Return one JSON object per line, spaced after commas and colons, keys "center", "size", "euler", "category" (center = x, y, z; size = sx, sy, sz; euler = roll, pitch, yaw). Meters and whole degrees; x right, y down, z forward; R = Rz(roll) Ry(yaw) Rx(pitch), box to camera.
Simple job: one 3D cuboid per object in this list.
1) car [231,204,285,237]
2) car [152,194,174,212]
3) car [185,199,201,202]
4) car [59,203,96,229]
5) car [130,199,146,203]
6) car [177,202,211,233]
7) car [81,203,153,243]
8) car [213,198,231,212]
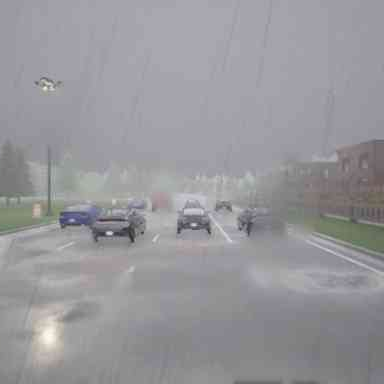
{"center": [3.601, 1.490, 17.995], "size": [2.128, 1.511, 4.902], "euler": [0, 0, 0], "category": "car"}
{"center": [-3.399, 1.218, 39.194], "size": [2.150, 2.045, 5.566], "euler": [0, 0, 0], "category": "car"}
{"center": [0.102, 1.560, 40.209], "size": [1.994, 1.385, 4.181], "euler": [0, 0, 0], "category": "car"}
{"center": [-6.899, 1.475, 21.607], "size": [1.882, 1.535, 5.008], "euler": [0, 0, 0], "category": "car"}
{"center": [-6.898, 1.560, 42.623], "size": [1.994, 1.385, 4.181], "euler": [0, 0, 0], "category": "car"}
{"center": [0.101, 1.524, 19.449], "size": [1.812, 1.442, 4.674], "euler": [0, 0, 0], "category": "car"}
{"center": [-3.399, 1.490, 16.126], "size": [2.128, 1.511, 4.902], "euler": [0, 0, 0], "category": "car"}
{"center": [3.602, 1.501, 39.519], "size": [1.837, 1.490, 4.892], "euler": [0, 0, 0], "category": "car"}
